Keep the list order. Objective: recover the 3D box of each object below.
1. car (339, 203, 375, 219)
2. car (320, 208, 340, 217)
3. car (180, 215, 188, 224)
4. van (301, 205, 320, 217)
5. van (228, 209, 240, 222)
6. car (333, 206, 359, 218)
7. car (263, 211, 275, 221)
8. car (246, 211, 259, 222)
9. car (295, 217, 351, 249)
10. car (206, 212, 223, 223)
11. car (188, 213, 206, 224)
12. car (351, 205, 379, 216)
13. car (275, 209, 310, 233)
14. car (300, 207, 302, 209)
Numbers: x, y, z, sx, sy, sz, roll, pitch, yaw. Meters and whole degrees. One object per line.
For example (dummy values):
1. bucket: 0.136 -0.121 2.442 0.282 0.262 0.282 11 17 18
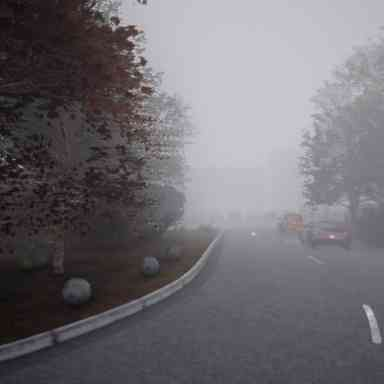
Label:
1. car: 19.449 2.367 38.101 2.435 2.045 5.566 -3 -3 6
2. car: 20.595 3.153 51.057 2.163 1.488 4.792 -3 -3 6
3. car: -1.652 4.309 53.645 2.185 1.767 4.553 -3 -3 6
4. van: 17.817 3.068 51.528 1.878 1.987 4.442 -3 -3 6
5. van: 6.694 3.721 52.789 1.878 1.987 4.442 -3 -3 6
6. car: 23.356 2.952 50.588 1.946 1.575 5.366 -3 -3 6
7. car: 12.259 3.646 52.061 2.163 1.488 4.792 -3 -3 6
8. car: 9.474 3.779 52.353 2.097 1.535 5.008 -3 -3 6
9. car: 7.256 2.297 18.518 1.994 1.385 4.181 0 -3 8
10. car: 3.902 3.979 52.953 2.185 1.767 4.553 -3 -3 6
11. car: 1.129 4.145 53.330 2.185 1.767 4.553 -3 -3 6
12. car: 26.155 2.800 50.463 2.097 1.535 5.008 -3 -3 6
13. car: 9.046 2.731 30.398 2.097 1.767 4.553 0 -3 10
14. car: 15.040 3.483 51.745 2.163 1.488 4.792 -3 -3 6
